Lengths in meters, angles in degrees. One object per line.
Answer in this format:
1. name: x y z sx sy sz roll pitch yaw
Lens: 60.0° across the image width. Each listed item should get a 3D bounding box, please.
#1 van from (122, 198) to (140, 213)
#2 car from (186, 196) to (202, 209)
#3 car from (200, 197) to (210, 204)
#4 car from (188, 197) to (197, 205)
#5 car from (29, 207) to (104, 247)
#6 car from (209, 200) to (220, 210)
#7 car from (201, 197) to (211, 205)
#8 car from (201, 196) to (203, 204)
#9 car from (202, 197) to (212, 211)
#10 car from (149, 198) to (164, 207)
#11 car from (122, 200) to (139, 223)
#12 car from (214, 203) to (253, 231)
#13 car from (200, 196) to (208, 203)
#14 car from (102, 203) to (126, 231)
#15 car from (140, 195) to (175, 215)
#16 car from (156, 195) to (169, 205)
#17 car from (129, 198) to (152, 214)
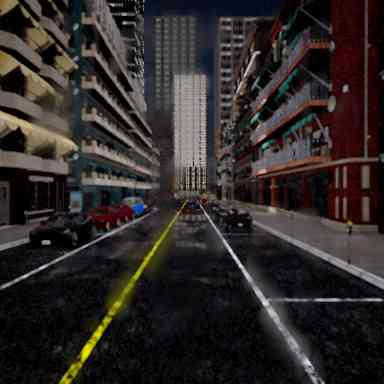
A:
1. van: -5.697 1.426 31.750 1.690 1.788 3.998 -1 0 0
2. car: 0.104 1.622 48.554 2.128 1.511 4.902 0 0 0
3. car: 2.689 1.750 70.399 2.008 1.369 4.403 -1 0 0
4. car: 0.106 1.707 64.537 1.812 1.442 4.674 0 -1 0
5. car: -5.696 1.606 15.179 1.947 1.339 4.313 0 0 0
6. car: 2.685 1.620 26.212 2.008 1.369 4.403 -1 0 0
7. car: 2.689 1.727 64.876 1.887 1.381 4.507 -1 0 0
8. car: 2.687 1.658 48.476 1.752 1.417 4.829 -1 0 0
9. car: 2.686 1.667 42.783 2.008 1.369 4.403 -1 0 0
10. car: -5.694 1.715 53.844 1.947 1.339 4.313 -1 0 0
11. car: -5.696 1.614 26.226 1.887 1.381 4.507 0 0 0
12. car: 2.685 1.605 20.689 2.008 1.369 4.403 -1 0 0
13. car: 2.690 1.742 76.092 1.752 1.417 4.829 -1 0 0
14. car: -5.696 1.599 20.703 1.887 1.381 4.507 0 0 0
15. car: -2.997 1.219 29.792 2.128 1.511 4.902 0 0 0
16. car: -5.695 1.497 64.890 2.192 1.841 5.009 -1 0 0
17. car: -5.696 1.540 37.274 1.967 1.590 4.097 -1 0 0
